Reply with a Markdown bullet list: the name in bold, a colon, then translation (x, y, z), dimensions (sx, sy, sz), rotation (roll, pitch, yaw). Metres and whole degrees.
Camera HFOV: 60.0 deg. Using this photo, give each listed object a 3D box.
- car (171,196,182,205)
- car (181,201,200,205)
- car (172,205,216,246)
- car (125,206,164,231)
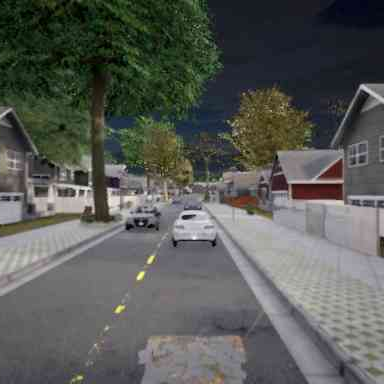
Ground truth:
- **car**: translation (-2.786, 1.608, 61.579), dimensions (1.837, 1.490, 4.892), rotation (0, 0, 1)
- **car**: translation (0.083, 1.642, 36.881), dimensions (1.895, 1.301, 4.718), rotation (0, 0, 0)
- **car**: translation (0.096, 1.535, 15.291), dimensions (1.812, 1.442, 4.674), rotation (0, 0, 0)
- **car**: translation (-2.851, 1.579, 20.571), dimensions (1.994, 1.385, 4.181), rotation (0, 0, 0)
